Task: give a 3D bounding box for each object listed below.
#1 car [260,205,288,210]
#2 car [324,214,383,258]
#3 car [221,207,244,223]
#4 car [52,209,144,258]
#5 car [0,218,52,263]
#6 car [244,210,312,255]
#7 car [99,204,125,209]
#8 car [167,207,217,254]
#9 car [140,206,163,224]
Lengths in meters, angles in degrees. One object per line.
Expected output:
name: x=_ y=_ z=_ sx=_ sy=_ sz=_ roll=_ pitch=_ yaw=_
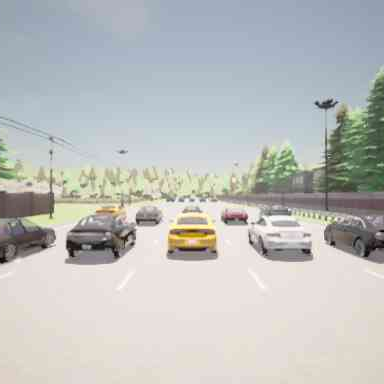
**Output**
car: x=7.018 y=1.813 z=28.491 sx=2.128 sy=1.511 sz=4.902 roll=0 pitch=0 yaw=0
car: x=7.021 y=1.645 z=13.482 sx=2.128 sy=1.511 sz=4.902 roll=0 pitch=0 yaw=0
car: x=3.516 y=1.919 z=28.230 sx=1.895 sy=1.301 sz=4.718 roll=0 pitch=-1 yaw=0
car: x=-3.479 y=1.646 z=13.483 sx=2.128 sy=1.511 sz=4.902 roll=0 pitch=0 yaw=0
car: x=-6.990 y=1.690 z=12.516 sx=2.033 sy=1.411 sz=5.357 roll=0 pitch=-1 yaw=1
car: x=3.524 y=1.682 z=13.877 sx=1.812 sy=1.442 sz=4.674 roll=0 pitch=0 yaw=0
car: x=-7.016 y=1.805 z=29.231 sx=1.882 sy=1.535 sz=5.008 roll=0 pitch=0 yaw=0
car: x=0.027 y=1.638 z=14.236 sx=1.882 sy=1.535 sz=5.008 roll=0 pitch=0 yaw=0
car: x=-3.490 y=1.857 z=27.493 sx=2.033 sy=1.411 sz=5.357 roll=0 pitch=-1 yaw=0
